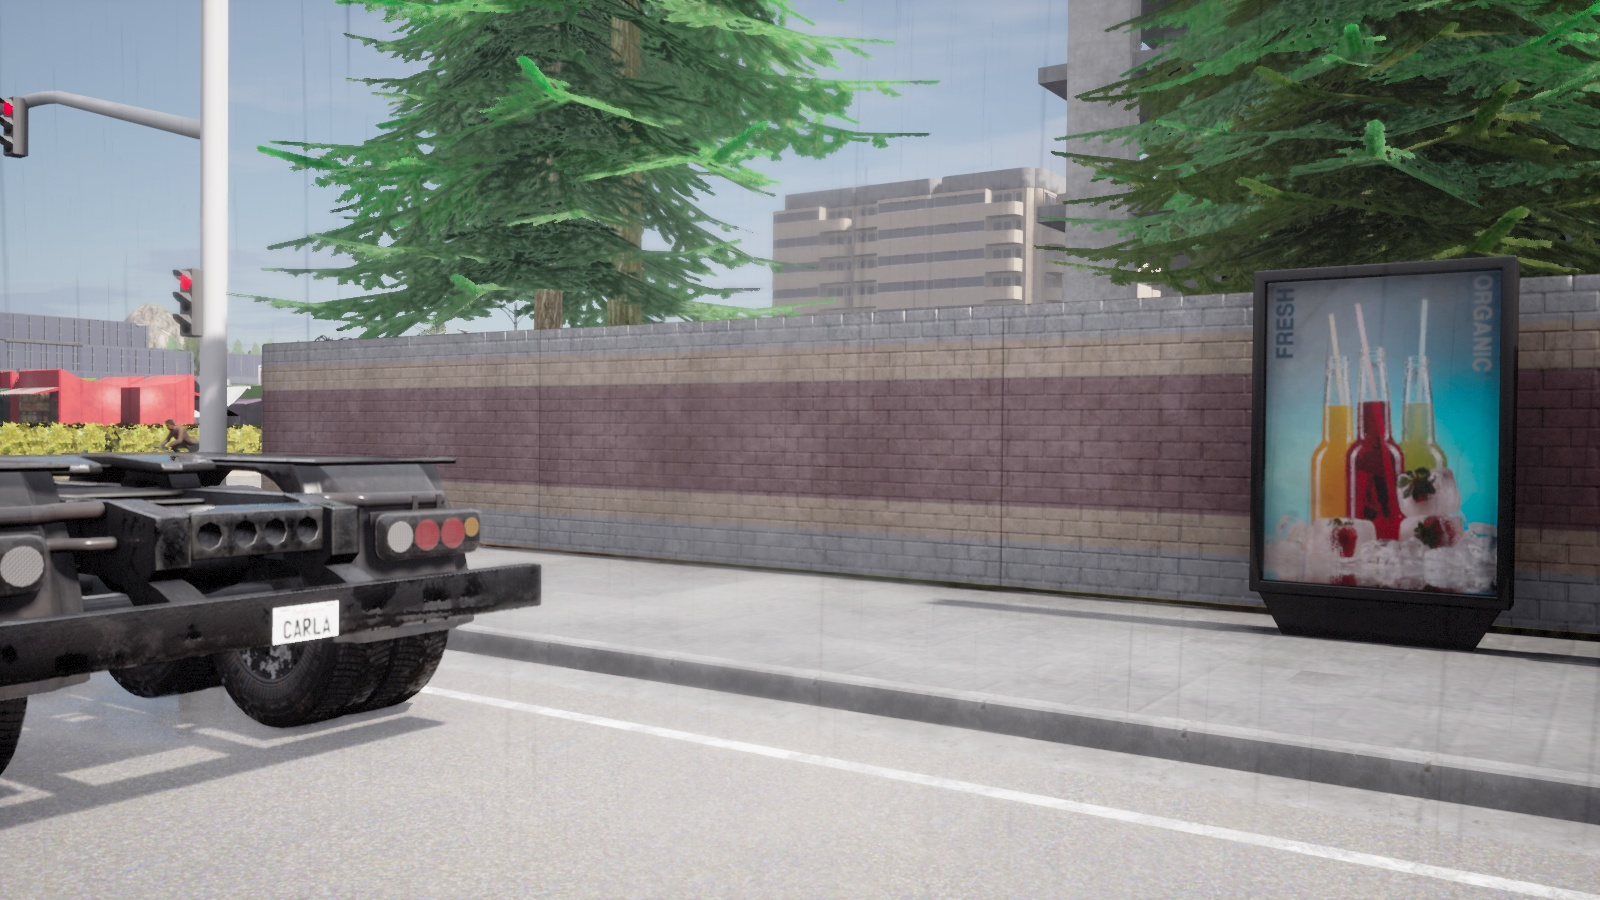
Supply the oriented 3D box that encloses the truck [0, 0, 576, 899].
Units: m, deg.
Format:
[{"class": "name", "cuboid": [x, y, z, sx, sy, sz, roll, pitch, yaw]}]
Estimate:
[{"class": "truck", "cuboid": [-5.214, -0.302, 7.066, 7.936, 3.462, 2.891, 0, 1, 34]}]
